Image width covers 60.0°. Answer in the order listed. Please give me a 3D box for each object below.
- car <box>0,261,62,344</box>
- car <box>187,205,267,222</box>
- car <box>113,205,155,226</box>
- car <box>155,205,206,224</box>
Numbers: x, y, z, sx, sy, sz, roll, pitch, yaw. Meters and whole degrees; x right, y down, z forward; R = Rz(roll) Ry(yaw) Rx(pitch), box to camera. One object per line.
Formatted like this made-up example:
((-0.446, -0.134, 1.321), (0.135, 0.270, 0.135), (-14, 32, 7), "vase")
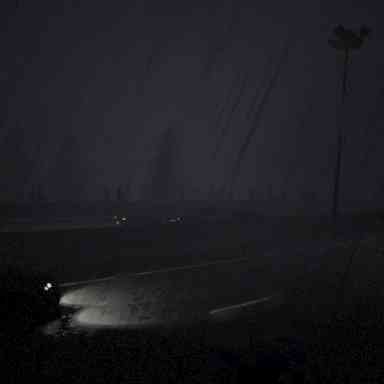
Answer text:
((-4.239, 1.558, 5.023), (4.181, 1.385, 1.994), (1, 0, -35), "car")
((2.302, 1.648, 18.530), (4.674, 1.442, 1.812), (1, 0, -35), "car")
((-2.742, 1.658, 23.530), (5.357, 1.411, 2.033), (1, 0, -35), "car")
((0.352, 1.627, 21.437), (4.892, 1.490, 1.837), (0, 0, -35), "car")
